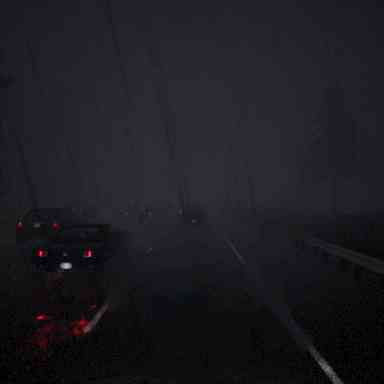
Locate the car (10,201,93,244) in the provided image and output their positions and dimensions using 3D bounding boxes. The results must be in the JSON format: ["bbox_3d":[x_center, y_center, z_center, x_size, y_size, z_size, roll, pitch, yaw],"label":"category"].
[{"bbox_3d":[-6.884,1.530,16.897,2.097,1.767,4.553,0,-1,0],"label":"car"}]

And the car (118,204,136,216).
[{"bbox_3d":[-6.865,1.993,37.410,1.895,1.301,4.718,0,-1,0],"label":"car"}]

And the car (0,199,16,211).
[{"bbox_3d":[-28.025,1.862,48.606,2.097,1.767,4.553,0,-1,0],"label":"car"}]

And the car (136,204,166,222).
[{"bbox_3d":[-3.373,1.870,29.190,1.994,1.385,4.181,0,-1,0],"label":"car"}]

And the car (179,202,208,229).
[{"bbox_3d":[0.122,1.725,23.637,1.882,1.535,5.008,0,0,0],"label":"car"}]

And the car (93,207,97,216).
[{"bbox_3d":[-10.371,1.674,30.751,2.097,1.767,4.553,0,-1,0],"label":"car"}]

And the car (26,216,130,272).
[{"bbox_3d":[-3.390,1.719,11.202,1.895,1.301,4.718,0,-1,0],"label":"car"}]
